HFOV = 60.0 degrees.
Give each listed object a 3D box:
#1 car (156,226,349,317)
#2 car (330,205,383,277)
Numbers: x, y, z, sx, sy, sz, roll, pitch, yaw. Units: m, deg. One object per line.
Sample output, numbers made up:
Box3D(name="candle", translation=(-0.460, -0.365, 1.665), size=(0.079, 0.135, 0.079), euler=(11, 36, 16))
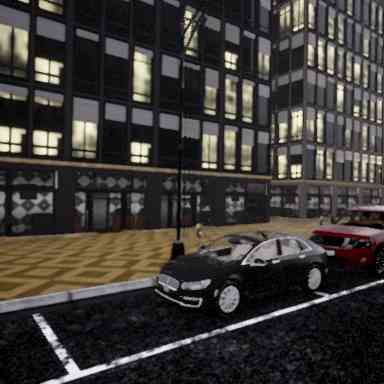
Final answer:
Box3D(name="car", translation=(1.305, 1.588, 7.478), size=(4.403, 1.369, 2.008), euler=(1, 1, -36))
Box3D(name="car", translation=(5.913, 1.393, 10.762), size=(5.009, 1.841, 2.192), euler=(1, 1, -35))
